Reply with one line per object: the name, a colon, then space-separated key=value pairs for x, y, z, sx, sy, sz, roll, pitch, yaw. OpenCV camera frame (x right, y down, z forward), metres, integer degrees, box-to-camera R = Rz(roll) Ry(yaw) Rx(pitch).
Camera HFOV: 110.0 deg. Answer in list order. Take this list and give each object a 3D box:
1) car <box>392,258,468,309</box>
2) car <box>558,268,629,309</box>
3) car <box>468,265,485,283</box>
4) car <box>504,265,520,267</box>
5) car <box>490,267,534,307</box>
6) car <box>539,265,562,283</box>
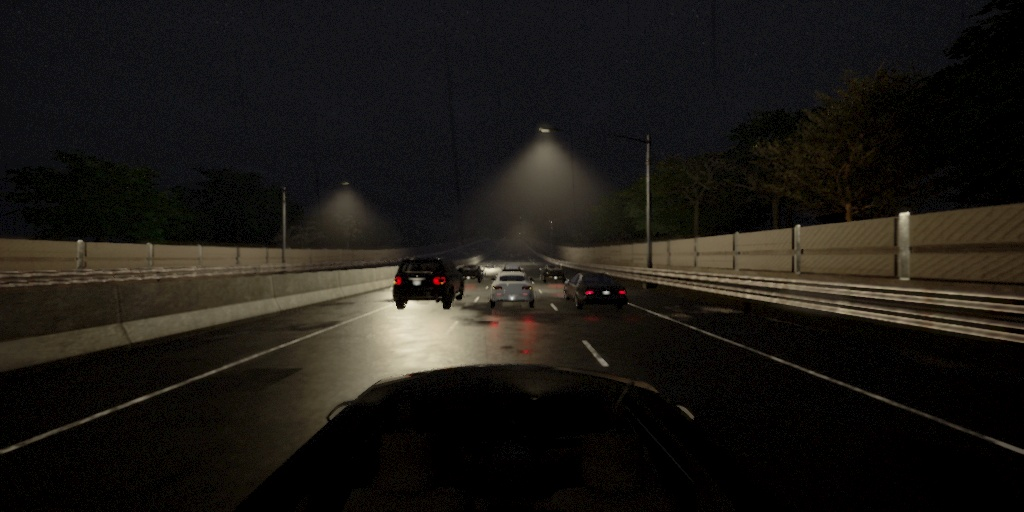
car: x=-3.497 y=1.101 z=15.871 sx=2.150 sy=2.045 sz=5.566 roll=0 pitch=0 yaw=0
car: x=3.503 y=1.432 z=15.822 sx=2.033 sy=1.411 sz=5.357 roll=0 pitch=0 yaw=0
car: x=-3.491 y=1.496 z=31.164 sx=1.837 sy=1.490 sz=4.892 roll=0 pitch=0 yaw=0
car: x=0.008 y=1.481 z=31.150 sx=2.128 sy=1.511 sz=4.902 roll=0 pitch=0 yaw=0
car: x=0.006 y=1.414 z=16.239 sx=1.812 sy=1.442 sz=4.674 roll=0 pitch=0 yaw=0
car: x=3.508 y=1.496 z=31.160 sx=1.837 sy=1.490 sz=4.892 roll=0 pitch=0 yaw=0
